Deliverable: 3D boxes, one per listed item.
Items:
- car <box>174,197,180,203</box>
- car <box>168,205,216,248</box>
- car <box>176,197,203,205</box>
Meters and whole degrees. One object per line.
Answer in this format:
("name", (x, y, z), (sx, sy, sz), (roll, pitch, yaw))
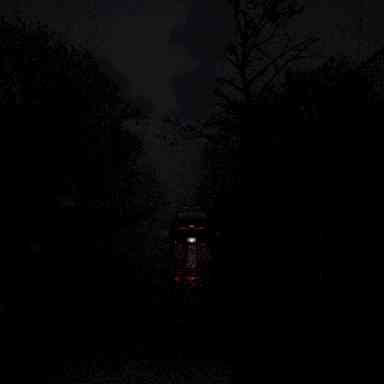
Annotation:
("car", (-3.123, 1.781, 75.957), (1.882, 1.535, 5.008), (0, -1, -1))
("car", (-0.008, 1.517, 14.652), (1.837, 1.490, 4.892), (0, 0, 0))
("car", (-0.048, 1.499, 29.656), (2.128, 1.511, 4.902), (0, 0, 0))
